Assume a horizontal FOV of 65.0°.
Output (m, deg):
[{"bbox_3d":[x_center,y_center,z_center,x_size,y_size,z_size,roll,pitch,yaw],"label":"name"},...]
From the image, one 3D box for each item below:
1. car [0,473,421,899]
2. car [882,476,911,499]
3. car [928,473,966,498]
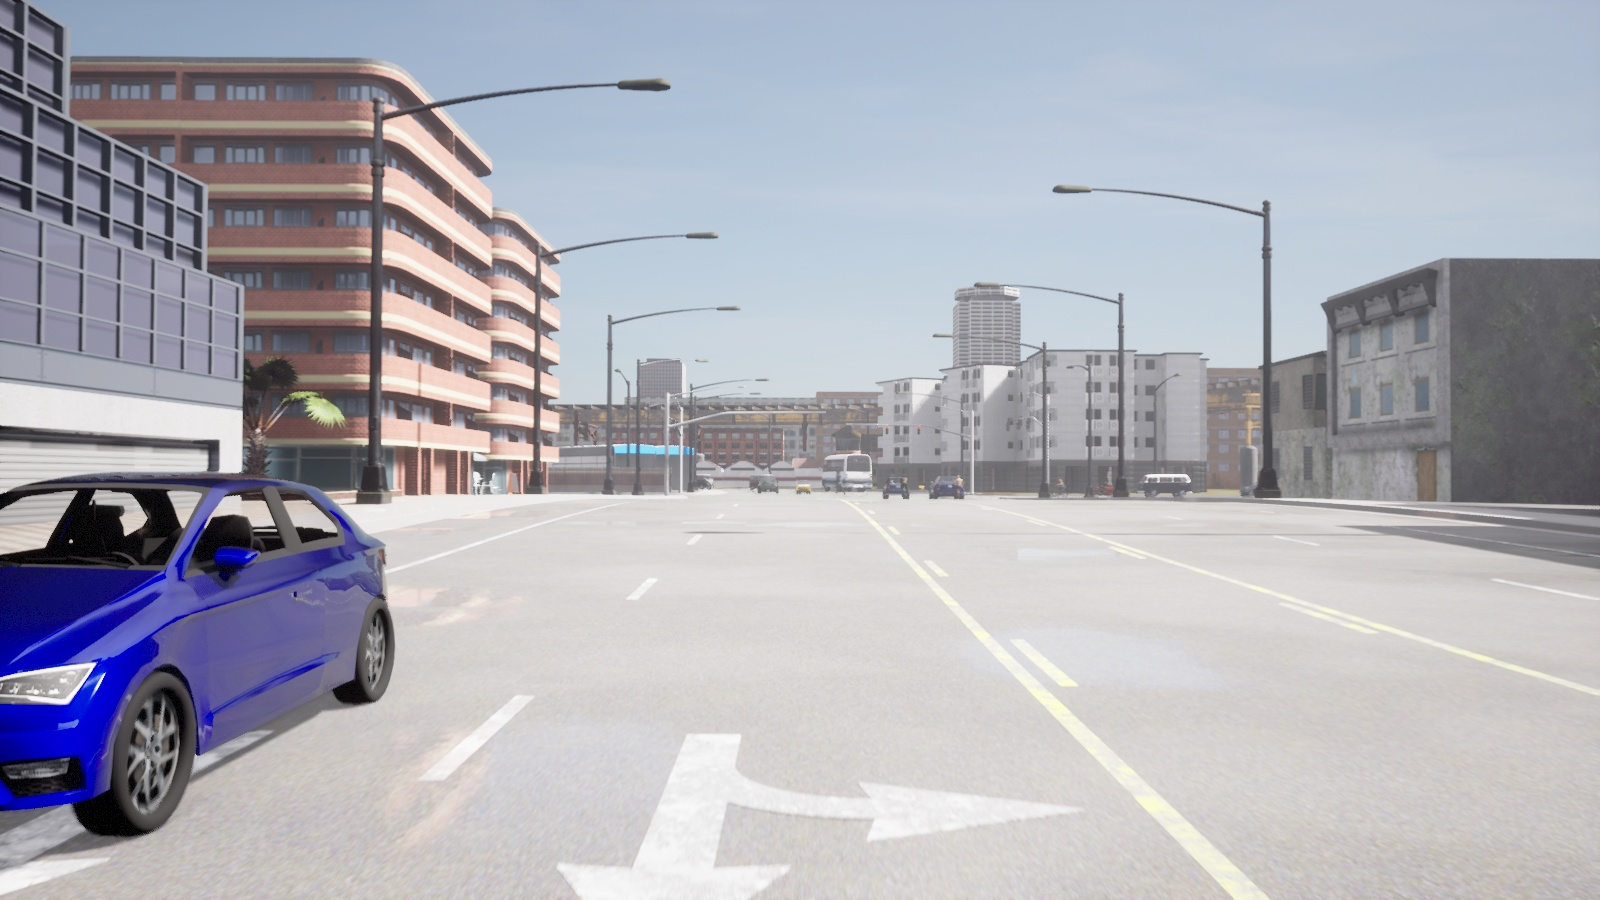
[{"bbox_3d":[-3.516,0.888,6.561,1.816,1.474,4.193,0,0,0],"label":"car"},{"bbox_3d":[6.788,2.649,88.633,1.789,1.549,3.705,0,-2,0],"label":"car"},{"bbox_3d":[10.289,2.506,88.295,2.097,1.767,4.553,0,-2,0],"label":"car"}]
